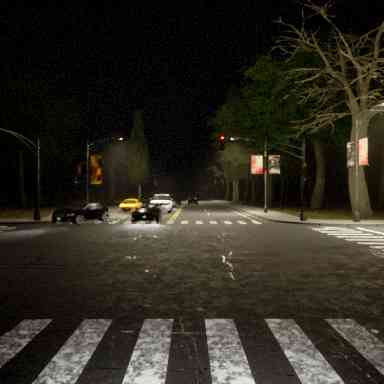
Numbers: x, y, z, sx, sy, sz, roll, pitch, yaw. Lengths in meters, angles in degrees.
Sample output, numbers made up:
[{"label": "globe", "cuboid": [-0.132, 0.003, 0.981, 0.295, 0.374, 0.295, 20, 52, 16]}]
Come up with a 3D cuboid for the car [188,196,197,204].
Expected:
[{"label": "car", "cuboid": [0.135, 1.741, 72.650, 1.882, 1.535, 5.008, 0, 0, 0]}]

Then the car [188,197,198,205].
[{"label": "car", "cuboid": [0.174, 1.674, 62.283, 2.128, 1.511, 4.902, 0, 0, 0]}]

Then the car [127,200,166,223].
[{"label": "car", "cuboid": [-3.319, 1.567, 25.032, 1.994, 1.385, 4.181, 0, -1, 0]}]

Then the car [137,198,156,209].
[{"label": "car", "cuboid": [-6.523, 1.642, 48.037, 1.994, 1.385, 4.181, 0, 0, 1]}]

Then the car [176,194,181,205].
[{"label": "car", "cuboid": [-3.224, 1.404, 62.143, 2.150, 2.045, 5.566, 0, -1, 0]}]

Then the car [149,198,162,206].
[{"label": "car", "cuboid": [-6.494, 1.764, 59.886, 1.895, 1.301, 4.718, 0, 0, 0]}]

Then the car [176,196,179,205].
[{"label": "car", "cuboid": [-3.286, 1.684, 49.025, 1.895, 1.301, 4.718, 0, 0, 0]}]

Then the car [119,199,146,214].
[{"label": "car", "cuboid": [-6.553, 1.504, 35.907, 1.882, 1.535, 5.008, 0, 0, 0]}]

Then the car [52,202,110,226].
[{"label": "car", "cuboid": [-7.735, 1.483, 23.584, 2.128, 1.511, 4.902, 0, -1, 19]}]

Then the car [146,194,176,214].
[{"label": "car", "cuboid": [-3.302, 1.251, 36.240, 2.150, 2.045, 5.566, 0, 0, 0]}]
